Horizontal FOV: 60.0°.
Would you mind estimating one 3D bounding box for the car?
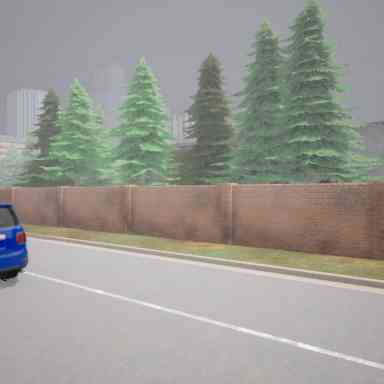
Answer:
[{"bbox_3d":[-6.515,1.223,8.611,5.566,2.045,2.150,0,0,34],"label":"car"}]
